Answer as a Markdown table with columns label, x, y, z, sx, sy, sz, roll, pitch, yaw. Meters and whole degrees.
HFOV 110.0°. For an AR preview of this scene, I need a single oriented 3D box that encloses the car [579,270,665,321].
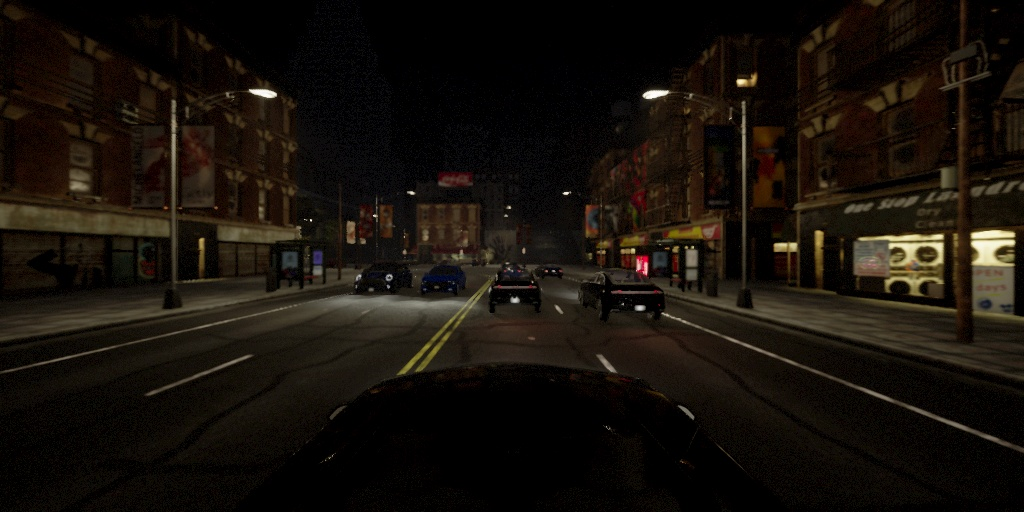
| label | x | y | z | sx | sy | sz | roll | pitch | yaw |
| --- | --- | --- | --- | --- | --- | --- | --- | --- | --- |
| car | 3.602 | 1.245 | 12.506 | 2.128 | 1.511 | 4.902 | 0 | 0 | 0 |

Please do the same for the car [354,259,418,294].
| label | x | y | z | sx | sy | sz | roll | pitch | yaw |
| --- | --- | --- | --- | --- | --- | --- | --- | --- | --- |
| car | -7.142 | 1.109 | 20.383 | 2.097 | 1.767 | 4.553 | 0 | 0 | 0 |

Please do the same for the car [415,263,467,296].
| label | x | y | z | sx | sy | sz | roll | pitch | yaw |
| --- | --- | --- | --- | --- | --- | --- | --- | --- | --- |
| car | -3.628 | 1.234 | 19.696 | 1.882 | 1.535 | 5.008 | 0 | 0 | 0 |

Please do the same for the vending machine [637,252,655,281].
| label | x | y | z | sx | sy | sz | roll | pitch | yaw |
| --- | --- | --- | --- | --- | --- | --- | --- | --- | --- |
| vending machine | 10.881 | 0.955 | 29.538 | 1.100 | 2.100 | 0.880 | 0 | 0 | -1 |

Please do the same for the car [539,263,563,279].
| label | x | y | z | sx | sy | sz | roll | pitch | yaw |
| --- | --- | --- | --- | --- | --- | --- | --- | --- | --- |
| car | 3.227 | 1.308 | 32.466 | 2.033 | 1.411 | 5.357 | 0 | 0 | -6 |

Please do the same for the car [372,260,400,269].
| label | x | y | z | sx | sy | sz | roll | pitch | yaw |
| --- | --- | --- | --- | --- | --- | --- | --- | --- | --- |
| car | -20.468 | 1.371 | 58.299 | 4.718 | 1.301 | 1.895 | 0 | 0 | 34 |

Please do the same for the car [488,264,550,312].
| label | x | y | z | sx | sy | sz | roll | pitch | yaw |
| --- | --- | --- | --- | --- | --- | --- | --- | --- | --- |
| car | 0.102 | 1.246 | 14.192 | 2.128 | 1.511 | 4.902 | 0 | 0 | 0 |
